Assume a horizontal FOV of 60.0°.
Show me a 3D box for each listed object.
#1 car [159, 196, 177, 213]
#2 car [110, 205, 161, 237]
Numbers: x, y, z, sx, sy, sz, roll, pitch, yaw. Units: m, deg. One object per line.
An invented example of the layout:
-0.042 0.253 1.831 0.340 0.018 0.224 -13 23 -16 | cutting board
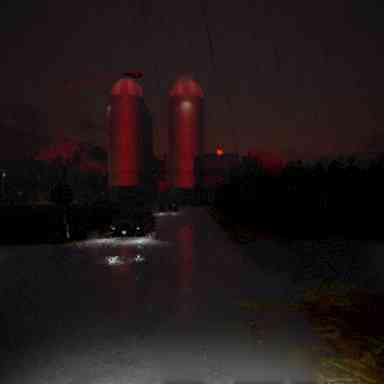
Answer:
-3.109 1.572 44.163 2.150 2.045 5.566 0 1 0 | car
-3.272 1.745 19.241 1.837 1.490 4.892 0 1 4 | car
